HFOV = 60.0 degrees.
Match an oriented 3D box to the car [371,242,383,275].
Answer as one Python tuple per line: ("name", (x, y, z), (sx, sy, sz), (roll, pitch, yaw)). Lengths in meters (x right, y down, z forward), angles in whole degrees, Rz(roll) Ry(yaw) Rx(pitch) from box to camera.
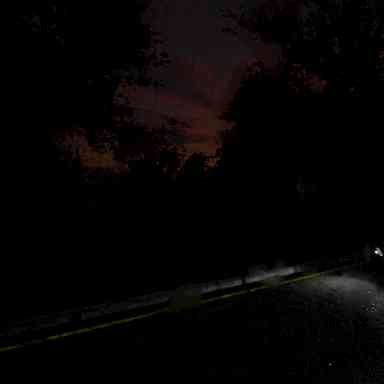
("car", (6.909, 1.522, 9.341), (4.674, 1.442, 1.812), (0, 0, -36))
